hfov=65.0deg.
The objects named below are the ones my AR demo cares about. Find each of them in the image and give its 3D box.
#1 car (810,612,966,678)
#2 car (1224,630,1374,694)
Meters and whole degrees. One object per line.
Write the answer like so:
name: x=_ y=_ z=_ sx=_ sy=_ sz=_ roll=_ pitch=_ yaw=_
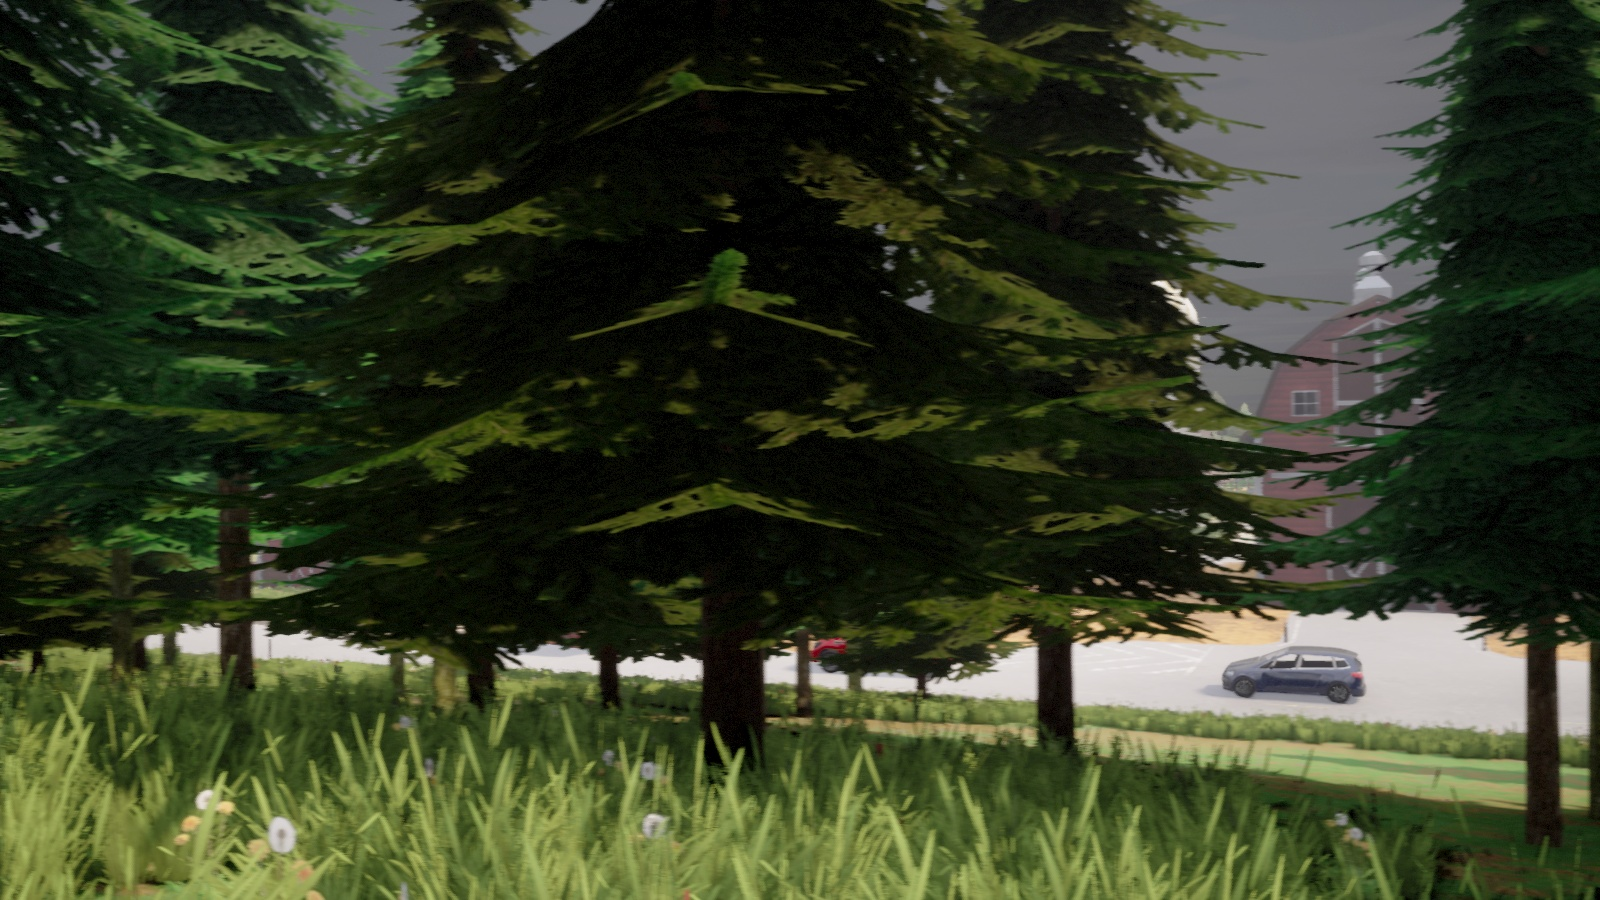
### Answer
car: x=3.404 y=7.499 z=48.650 sx=5.566 sy=2.045 sz=2.150 roll=-2 pitch=0 yaw=23
car: x=16.994 y=7.183 z=42.832 sx=4.611 sy=1.667 sz=2.242 roll=-2 pitch=0 yaw=23
